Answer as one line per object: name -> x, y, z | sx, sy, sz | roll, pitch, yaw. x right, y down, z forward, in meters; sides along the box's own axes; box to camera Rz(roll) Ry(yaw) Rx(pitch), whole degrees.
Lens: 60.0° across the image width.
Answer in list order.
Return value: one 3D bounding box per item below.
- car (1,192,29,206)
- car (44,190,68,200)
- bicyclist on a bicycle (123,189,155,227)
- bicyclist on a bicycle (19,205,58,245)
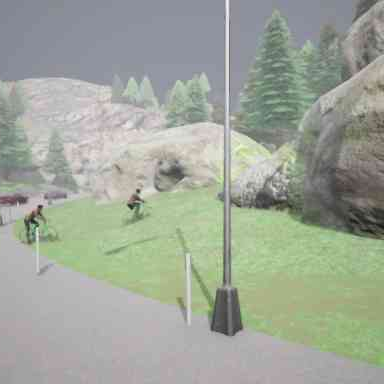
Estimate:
car -> -21.028, 0.770, 39.234 | 1.882, 1.535, 5.008 | 0, 2, -3
car -> -20.925, 0.411, 51.242 | 1.994, 1.385, 4.181 | 0, 2, 9
bicyclist on a bicycle -> -2.495, 0.680, 15.316 | 1.656, 1.620, 0.582 | -15, 11, -32
bicyclist on a bicycle -> -6.467, 1.361, 13.947 | 1.656, 1.620, 0.582 | -3, 3, 2
